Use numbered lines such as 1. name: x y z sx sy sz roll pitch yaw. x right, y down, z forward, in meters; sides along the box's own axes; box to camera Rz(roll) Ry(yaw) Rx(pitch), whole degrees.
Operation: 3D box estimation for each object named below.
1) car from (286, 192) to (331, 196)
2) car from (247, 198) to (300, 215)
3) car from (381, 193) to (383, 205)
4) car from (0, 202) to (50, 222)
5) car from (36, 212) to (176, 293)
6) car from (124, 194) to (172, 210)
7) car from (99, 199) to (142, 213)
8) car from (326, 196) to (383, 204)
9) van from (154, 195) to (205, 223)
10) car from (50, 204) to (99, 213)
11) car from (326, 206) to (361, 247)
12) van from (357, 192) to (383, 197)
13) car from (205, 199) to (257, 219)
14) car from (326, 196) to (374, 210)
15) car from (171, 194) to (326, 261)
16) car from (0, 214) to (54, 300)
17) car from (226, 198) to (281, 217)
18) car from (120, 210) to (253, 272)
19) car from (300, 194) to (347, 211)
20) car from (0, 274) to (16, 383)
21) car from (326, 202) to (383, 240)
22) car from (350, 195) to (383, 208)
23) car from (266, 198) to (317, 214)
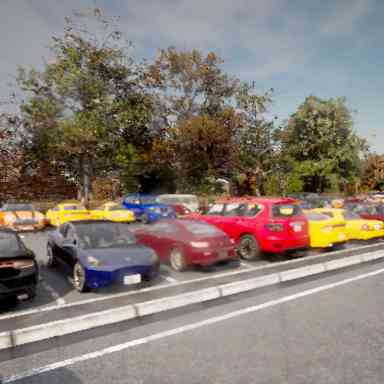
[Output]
1. car: 12.543 1.066 36.133 2.435 2.045 5.566 -1 0 -35
2. car: 7.964 1.363 32.966 2.231 1.521 4.892 -1 0 -35
3. car: 30.754 0.989 48.970 2.185 1.767 4.553 -1 0 -35
4. car: -10.397 1.405 20.127 2.185 1.767 4.553 0 0 -35
5. car: -2.719 1.563 9.462 2.163 1.488 4.792 0 0 -35
6. car: -3.421 1.220 24.944 2.435 2.045 5.566 -1 0 -35
7. car: -5.822 1.489 23.522 1.946 1.575 5.366 -1 0 -35
8. car: 8.576 1.307 17.376 2.185 1.767 4.553 -1 0 -35
9. van: -1.089 1.224 26.470 1.878 1.987 4.442 -1 0 -35
10. car: -8.094 1.514 21.696 2.097 1.535 5.008 0 0 -35
11. car: 4.106 1.474 14.275 2.097 1.535 5.008 -1 0 -35
12. van: 13.152 1.162 20.764 1.878 1.987 4.442 -1 0 -35
13. car: 3.405 1.447 29.766 2.002 1.452 4.674 -1 0 -35
14. car: 19.373 1.244 40.948 2.097 1.535 5.008 -1 0 -35
15. car: 1.807 1.244 12.704 2.435 2.045 5.566 -1 0 -35
16. car: -5.015 1.543 7.882 2.097 1.535 5.008 0 0 -35
17. car: 5.684 1.384 31.366 2.097 1.535 5.008 -1 0 -35
18. car: -0.453 1.557 11.083 2.002 1.452 4.674 -1 0 -35
19. car: 14.826 1.167 37.729 2.185 1.767 4.553 -1 0 -35
20. car: -3.624 1.544 1.096 5.357 1.411 2.033 0 0 -35
21. car: 6.276 1.450 16.029 1.946 1.575 5.366 -1 0 -35
22. car: 23.927 1.193 44.152 2.097 1.535 5.008 -1 0 -35
23. car: 10.230 1.369 34.581 2.163 1.488 4.792 -1 0 -35
